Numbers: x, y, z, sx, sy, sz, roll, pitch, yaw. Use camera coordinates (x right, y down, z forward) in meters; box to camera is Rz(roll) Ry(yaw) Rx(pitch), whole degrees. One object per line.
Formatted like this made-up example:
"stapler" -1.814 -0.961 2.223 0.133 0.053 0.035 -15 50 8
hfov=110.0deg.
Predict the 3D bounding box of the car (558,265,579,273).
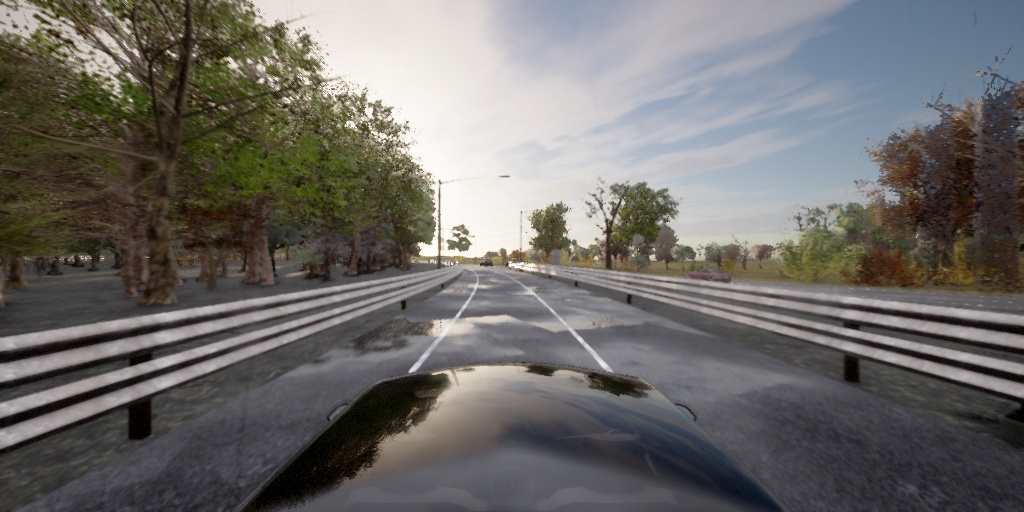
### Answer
"car" 8.934 2.015 56.276 1.895 1.301 4.718 0 0 -23

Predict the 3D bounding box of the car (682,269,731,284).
"car" 18.501 1.877 34.211 1.994 1.385 4.181 0 0 -23
